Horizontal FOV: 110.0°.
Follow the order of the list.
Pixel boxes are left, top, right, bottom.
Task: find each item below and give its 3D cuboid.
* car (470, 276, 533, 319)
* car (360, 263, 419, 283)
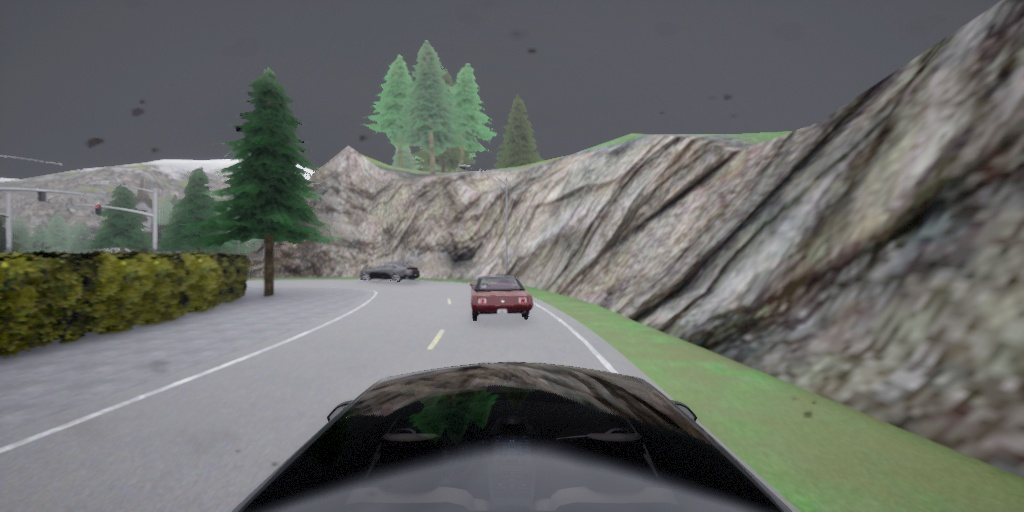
[{"bbox_3d":[-0.569,1.364,12.856,1.895,1.301,4.718,0,0,-7],"label":"car"},{"bbox_3d":[-9.602,1.272,28.019,4.902,1.511,2.128,0,0,21],"label":"car"}]
